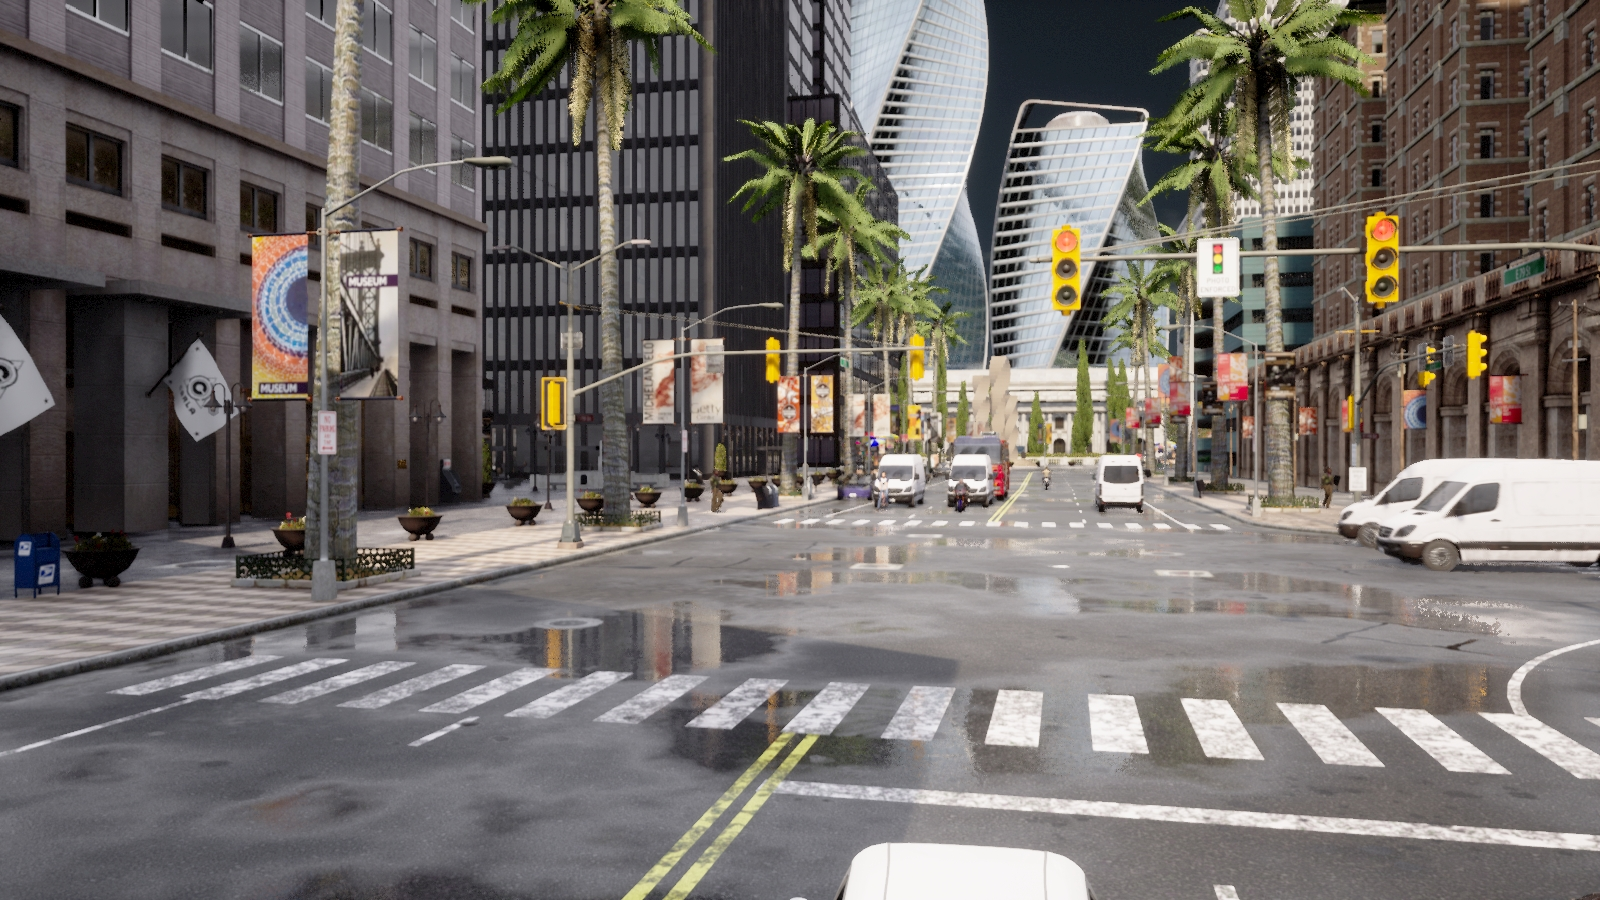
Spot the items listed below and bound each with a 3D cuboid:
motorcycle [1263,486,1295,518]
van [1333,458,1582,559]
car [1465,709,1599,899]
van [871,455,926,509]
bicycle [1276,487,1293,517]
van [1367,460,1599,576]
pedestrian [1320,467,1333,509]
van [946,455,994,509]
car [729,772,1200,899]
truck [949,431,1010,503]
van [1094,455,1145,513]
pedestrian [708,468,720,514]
[{"bbox_3d":[20.463,2.199,48.863,0.867,1.251,2.209,0,0,13],"label":"motorcycle"},{"bbox_3d":[18.369,1.530,32.065,5.915,2.561,1.988,0,0,34],"label":"van"},{"bbox_3d":[3.753,1.991,2.523,2.152,1.651,5.027,0,0,7],"label":"car"},{"bbox_3d":[5.034,1.528,57.493,1.988,2.561,5.915,0,0,13],"label":"van"},{"bbox_3d":[20.524,2.200,48.420,0.373,1.196,1.643,0,0,13],"label":"bicycle"},{"bbox_3d":[16.793,1.531,26.802,5.915,2.561,1.988,0,0,10],"label":"van"},{"bbox_3d":[23.547,1.691,51.066,0.375,1.860,0.375,0,0,-7],"label":"pedestrian"},{"bbox_3d":[8.600,1.528,57.397,1.988,2.561,5.915,0,0,13],"label":"van"},{"bbox_3d":[0.558,2.120,3.851,1.481,1.376,2.207,0,0,9],"label":"car"},{"bbox_3d":[10.323,0.882,65.040,2.891,3.827,8.468,0,0,13],"label":"truck"},{"bbox_3d":[14.935,1.527,53.651,1.988,2.561,5.915,0,0,13],"label":"van"},{"bbox_3d":[-3.559,1.691,47.338,0.375,1.860,0.375,0,0,36],"label":"pedestrian"}]
